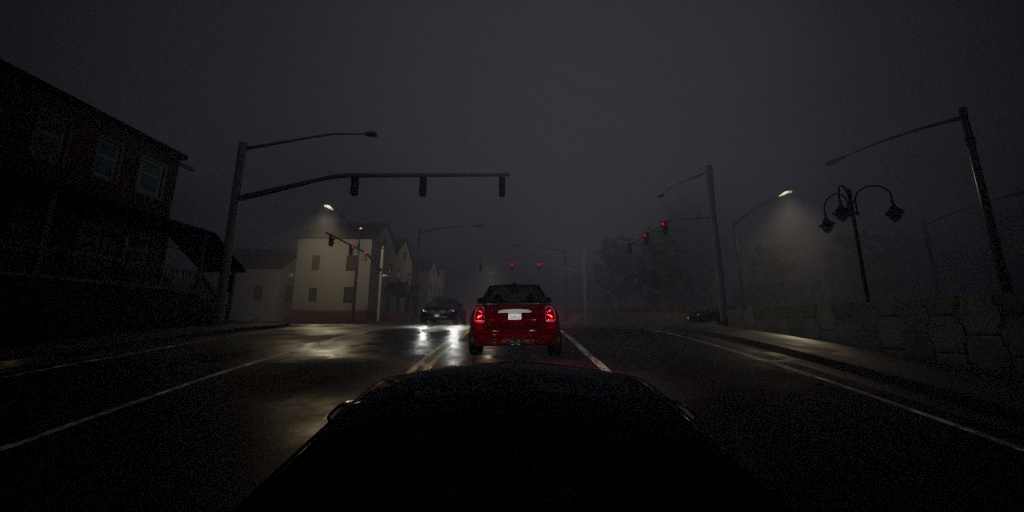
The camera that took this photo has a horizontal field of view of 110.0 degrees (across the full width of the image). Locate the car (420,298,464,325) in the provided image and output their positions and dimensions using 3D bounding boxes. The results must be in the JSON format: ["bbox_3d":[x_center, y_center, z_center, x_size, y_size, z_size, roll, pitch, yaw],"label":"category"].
[{"bbox_3d":[-3.574,2.969,19.330,1.812,1.442,4.674,0,-10,0],"label":"car"}]

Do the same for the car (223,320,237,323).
[{"bbox_3d":[-19.879,5.149,24.876,5.008,1.535,1.882,-9,-10,0],"label":"car"}]

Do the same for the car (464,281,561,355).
[{"bbox_3d":[0.066,1.563,10.027,2.097,1.767,4.553,-1,-6,0],"label":"car"}]

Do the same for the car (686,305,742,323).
[{"bbox_3d":[16.325,4.619,28.247,4.902,1.511,2.128,0,-10,1],"label":"car"}]
